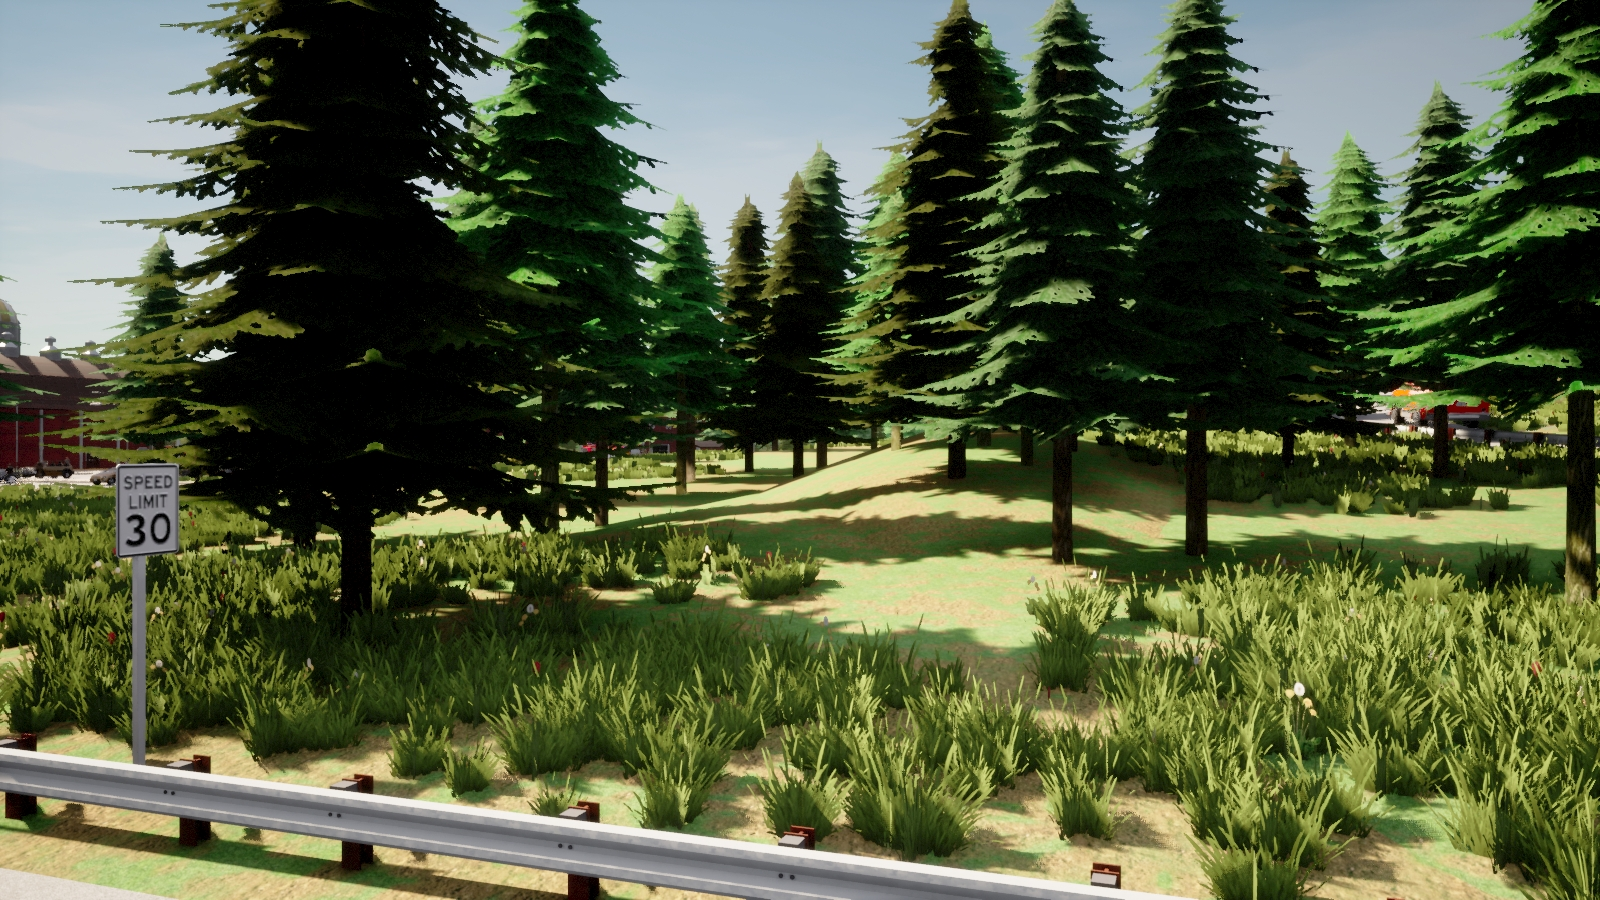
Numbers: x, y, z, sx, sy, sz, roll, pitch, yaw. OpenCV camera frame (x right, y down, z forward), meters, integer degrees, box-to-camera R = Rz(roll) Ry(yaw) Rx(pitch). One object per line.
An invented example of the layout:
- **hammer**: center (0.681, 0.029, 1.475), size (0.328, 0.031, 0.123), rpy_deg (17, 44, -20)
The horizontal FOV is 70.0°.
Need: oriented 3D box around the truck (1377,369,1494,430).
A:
- **truck**: center (28.387, -2.326, 51.270), size (2.627, 2.467, 5.204), rpy_deg (0, 5, 5)
